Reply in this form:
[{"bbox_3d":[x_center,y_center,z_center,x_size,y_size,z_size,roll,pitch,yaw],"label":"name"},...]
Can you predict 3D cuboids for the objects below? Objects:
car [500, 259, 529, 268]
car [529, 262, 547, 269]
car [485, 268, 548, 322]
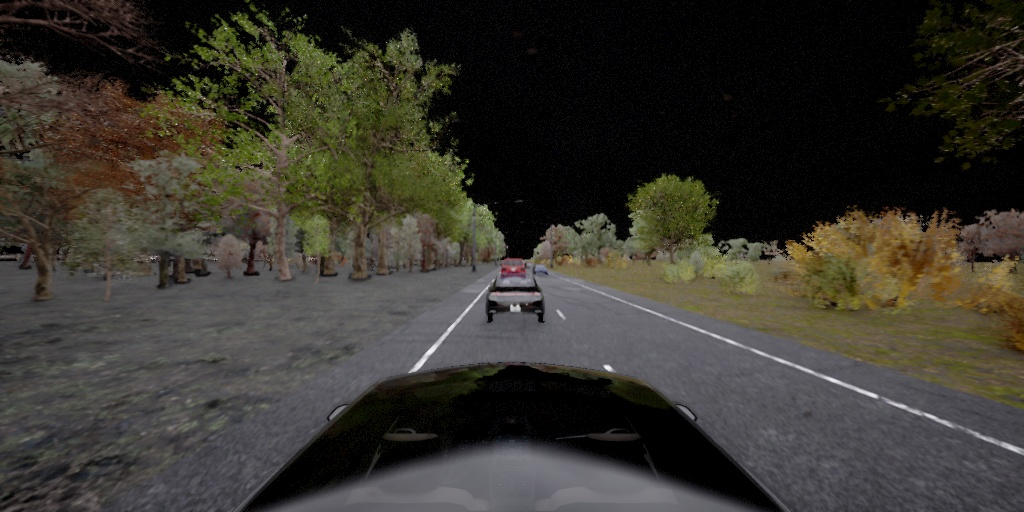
[{"bbox_3d":[0.116,1.254,32.124,2.150,2.045,5.566,0,-1,0],"label":"car"},{"bbox_3d":[3.623,1.722,47.217,2.033,1.411,5.357,0,-1,0],"label":"car"},{"bbox_3d":[0.103,1.344,12.789,2.128,1.511,4.902,0,-1,0],"label":"car"}]
